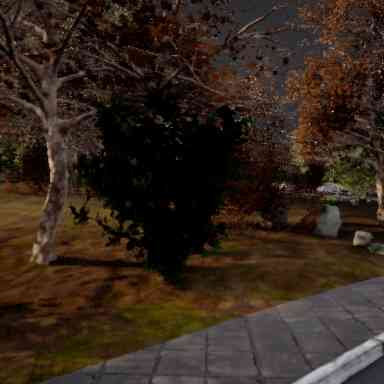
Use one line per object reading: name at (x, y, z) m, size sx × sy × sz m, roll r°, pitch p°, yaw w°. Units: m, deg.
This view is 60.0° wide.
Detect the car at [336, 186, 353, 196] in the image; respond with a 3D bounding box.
car at (24.058, 0.010, 50.066) m, size 2.097 × 1.535 × 5.008 m, roll 6°, pitch 4°, yaw 43°

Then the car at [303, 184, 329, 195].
car at (20.170, -0.390, 54.014) m, size 1.946 × 1.575 × 5.366 m, roll 6°, pitch 4°, yaw 43°

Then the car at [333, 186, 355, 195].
car at (28.940, -0.335, 63.211) m, size 1.946 × 1.575 × 5.366 m, roll 6°, pitch 4°, yaw 43°

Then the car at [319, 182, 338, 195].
car at (22.081, -0.439, 51.980) m, size 2.435 × 2.045 × 5.566 m, roll 6°, pitch 4°, yaw 43°

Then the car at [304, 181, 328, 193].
car at (25.097, -0.978, 67.163) m, size 2.435 × 2.045 × 5.566 m, roll 6°, pitch 4°, yaw 43°
